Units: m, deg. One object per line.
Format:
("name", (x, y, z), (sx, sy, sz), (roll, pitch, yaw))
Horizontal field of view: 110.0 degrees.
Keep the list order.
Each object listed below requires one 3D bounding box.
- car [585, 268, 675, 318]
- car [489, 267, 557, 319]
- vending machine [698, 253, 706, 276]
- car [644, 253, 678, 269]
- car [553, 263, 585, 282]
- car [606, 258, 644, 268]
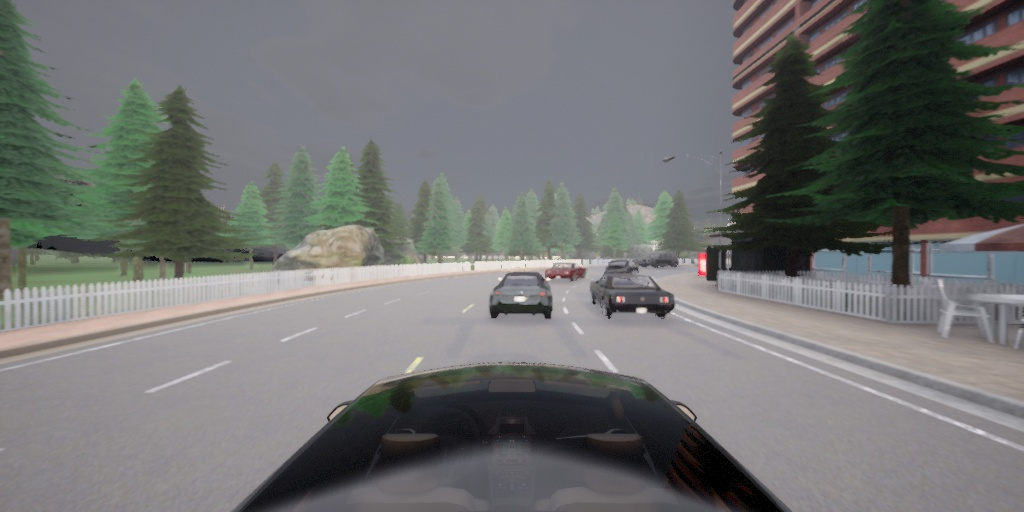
("car", (3.888, 1.257, 12.463), (1.895, 1.301, 4.718), (0, 1, 5))
("car", (0.399, 1.218, 12.467), (1.994, 1.385, 4.181), (0, 0, 5))
("vending machine", (15.837, 0.702, 29.502), (1.100, 2.100, 0.880), (0, 0, 41))
("car", (19.252, 0.577, 46.923), (5.566, 2.045, 2.150), (0, 0, -27))
("car", (4.102, 1.135, 26.309), (1.895, 1.301, 4.718), (0, 1, 26))
("car", (8.248, 1.037, 26.681), (1.837, 1.490, 4.892), (0, 1, 28))
